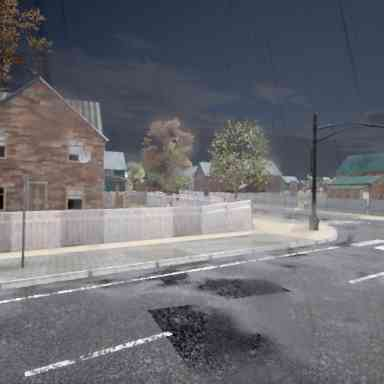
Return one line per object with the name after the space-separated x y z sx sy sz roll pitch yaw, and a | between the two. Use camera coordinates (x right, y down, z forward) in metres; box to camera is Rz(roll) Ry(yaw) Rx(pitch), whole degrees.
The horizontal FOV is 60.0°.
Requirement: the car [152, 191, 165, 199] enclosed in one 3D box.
-6.224 0.629 61.693 1.812 1.442 4.674 1 1 -20 | car
